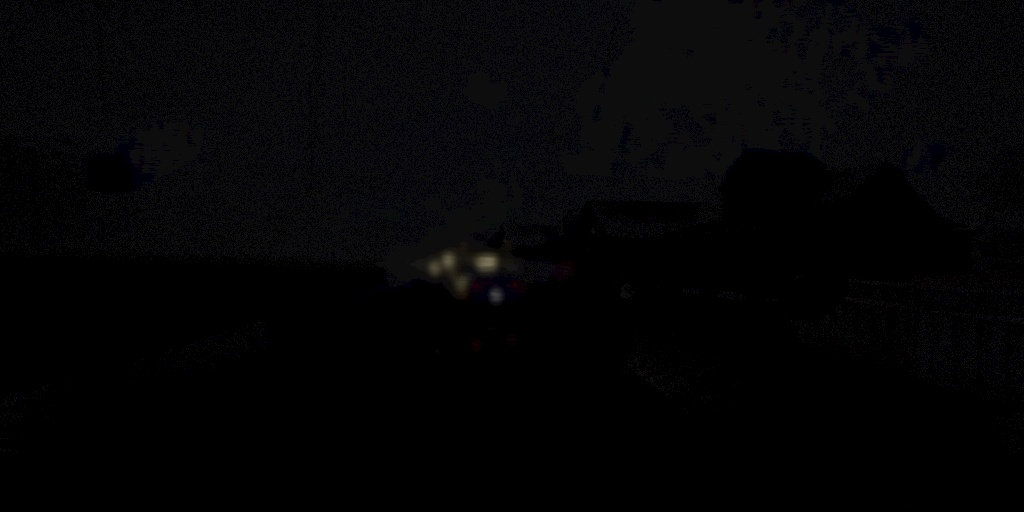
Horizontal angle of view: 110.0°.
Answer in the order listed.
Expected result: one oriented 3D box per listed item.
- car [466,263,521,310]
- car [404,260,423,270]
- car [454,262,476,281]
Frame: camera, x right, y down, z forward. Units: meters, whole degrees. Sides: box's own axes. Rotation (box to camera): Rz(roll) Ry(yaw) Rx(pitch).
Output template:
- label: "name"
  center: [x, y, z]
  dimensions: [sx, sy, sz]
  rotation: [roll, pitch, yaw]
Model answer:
- label: "car"
  center: [-0.834, 1.212, 14.770]
  dimensions: [1.882, 1.535, 5.008]
  rotation: [0, -1, -7]
- label: "car"
  center: [-13.522, 1.150, 49.304]
  dimensions: [1.895, 1.301, 4.718]
  rotation: [0, 1, -24]
- label: "car"
  center: [-3.593, 1.218, 29.724]
  dimensions: [1.812, 1.442, 4.674]
  rotation: [0, 0, -14]
